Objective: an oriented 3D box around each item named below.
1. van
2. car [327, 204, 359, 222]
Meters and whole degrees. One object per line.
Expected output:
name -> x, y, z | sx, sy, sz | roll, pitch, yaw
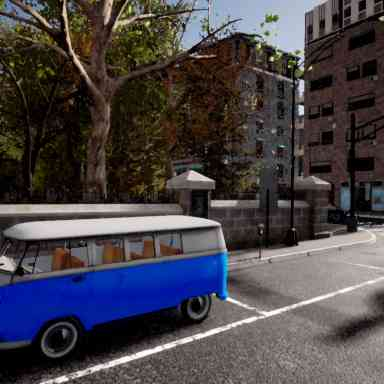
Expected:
van -> -1.246, 1.342, 5.613 | 3.998, 1.788, 1.690 | 0, 1, -36
car -> 10.019, 1.506, 25.275 | 1.895, 1.301, 4.718 | 1, 0, -34
